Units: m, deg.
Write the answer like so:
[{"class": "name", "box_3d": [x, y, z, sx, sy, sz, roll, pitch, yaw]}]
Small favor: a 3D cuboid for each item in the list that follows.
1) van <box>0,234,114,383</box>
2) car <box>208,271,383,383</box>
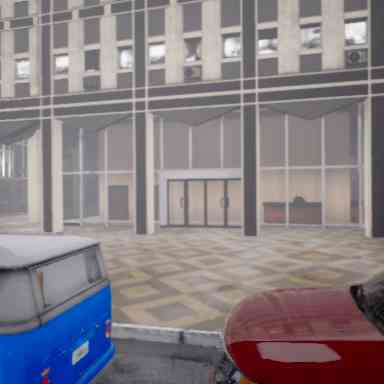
[{"class": "van", "box_3d": [-2.902, 1.377, 3.732, 3.998, 1.788, 1.690, -1, 1, 14]}, {"class": "car", "box_3d": [2.615, 1.260, 2.373, 5.009, 1.841, 2.192, -1, 1, 14]}]
